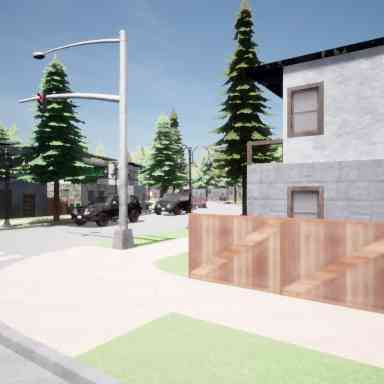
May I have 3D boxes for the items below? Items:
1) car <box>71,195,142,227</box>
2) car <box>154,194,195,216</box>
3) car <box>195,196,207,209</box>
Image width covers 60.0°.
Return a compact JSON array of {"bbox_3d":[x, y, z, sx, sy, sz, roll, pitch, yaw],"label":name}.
[{"bbox_3d":[-5.735,1.202,23.142,2.150,2.045,5.566,0,0,27],"label":"car"},{"bbox_3d":[-1.779,1.202,32.735,2.150,2.045,5.566,0,0,17],"label":"car"},{"bbox_3d":[0.869,1.334,45.470,2.097,1.767,4.553,0,0,6],"label":"car"}]
